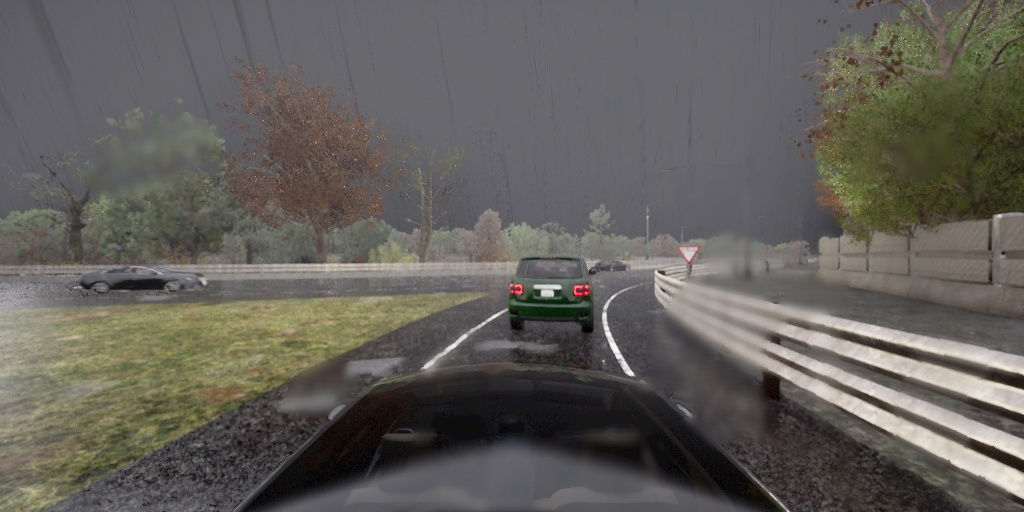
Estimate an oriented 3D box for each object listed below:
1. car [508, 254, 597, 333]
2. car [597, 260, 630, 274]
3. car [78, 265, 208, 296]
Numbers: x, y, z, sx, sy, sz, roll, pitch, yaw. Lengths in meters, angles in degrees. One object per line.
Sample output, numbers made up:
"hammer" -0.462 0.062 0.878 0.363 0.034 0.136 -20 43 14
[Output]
"car" 1.370 0.965 10.983 2.150 2.045 5.566 0 0 12
"car" 11.716 1.187 41.616 4.892 1.490 1.837 0 1 -37
"car" -19.200 1.209 18.896 4.902 1.511 2.128 0 0 -18
